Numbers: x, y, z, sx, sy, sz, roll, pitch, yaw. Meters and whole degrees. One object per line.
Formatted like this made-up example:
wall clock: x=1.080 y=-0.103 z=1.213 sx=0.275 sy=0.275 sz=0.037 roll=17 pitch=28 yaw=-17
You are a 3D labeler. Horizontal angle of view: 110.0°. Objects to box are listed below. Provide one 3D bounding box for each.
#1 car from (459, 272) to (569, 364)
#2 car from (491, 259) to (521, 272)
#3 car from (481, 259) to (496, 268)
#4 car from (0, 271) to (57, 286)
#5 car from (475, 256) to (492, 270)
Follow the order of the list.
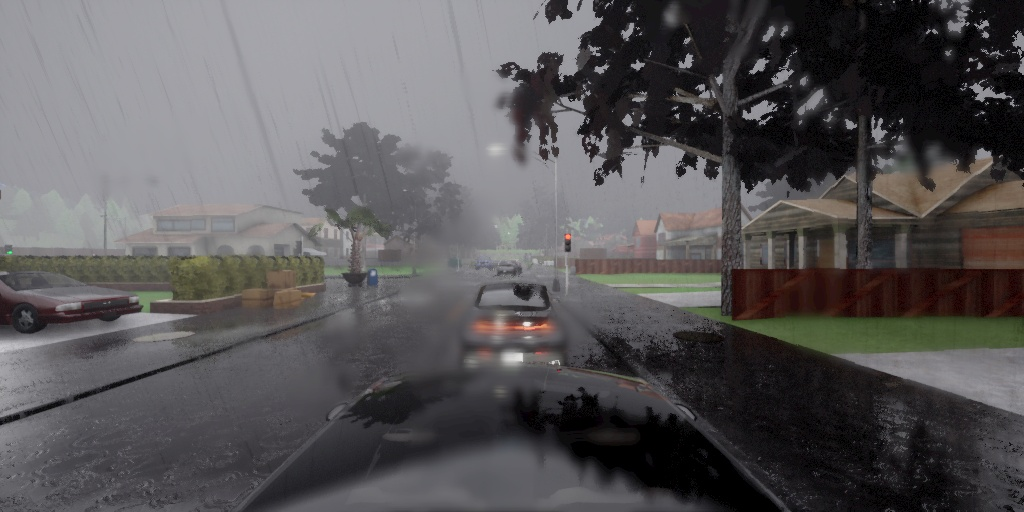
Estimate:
car: x=0.047 y=1.255 z=7.654 sx=1.837 sy=1.490 sz=4.892 roll=0 pitch=0 yaw=1
car: x=-0.239 y=1.241 z=36.170 sx=2.128 sy=1.511 sz=4.902 roll=0 pitch=0 yaw=11
car: x=-4.024 y=1.241 z=62.308 sx=2.128 sy=1.511 sz=4.902 roll=0 pitch=0 yaw=0
car: x=-37.742 y=1.101 z=26.781 sx=4.553 sy=1.767 sz=2.097 roll=0 pitch=0 yaw=1
car: x=-4.059 y=0.971 z=52.258 sx=2.150 sy=2.045 sz=5.566 roll=0 pitch=0 yaw=0
